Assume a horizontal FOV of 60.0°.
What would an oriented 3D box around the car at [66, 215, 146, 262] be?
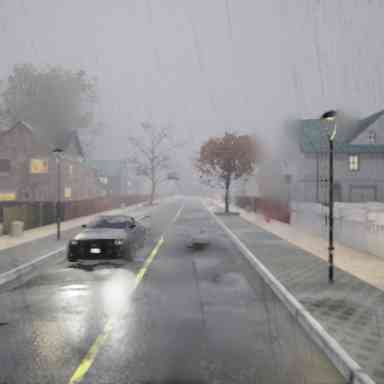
[{"bbox_3d":[-2.827,1.523,11.733,1.994,1.385,4.181,0,0,0],"label":"car"}]
